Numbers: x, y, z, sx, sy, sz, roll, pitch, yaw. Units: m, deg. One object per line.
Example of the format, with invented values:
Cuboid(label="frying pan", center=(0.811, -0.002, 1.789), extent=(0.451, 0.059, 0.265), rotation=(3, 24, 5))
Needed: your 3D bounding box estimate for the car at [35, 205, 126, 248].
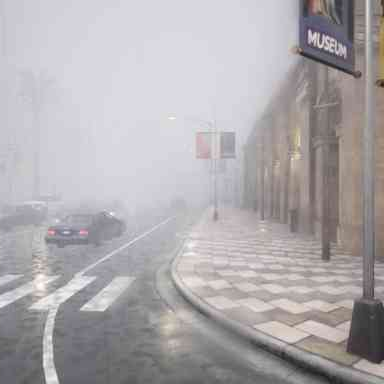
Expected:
Cuboid(label="car", center=(-4.466, 1.548, 14.816), extent=(2.033, 1.411, 5.357), rotation=(0, 0, 4))

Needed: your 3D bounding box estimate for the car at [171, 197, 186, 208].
Cuboid(label="car", center=(-1.918, 1.503, 48.496), extent=(2.128, 1.511, 4.902), rotation=(0, 0, 5))

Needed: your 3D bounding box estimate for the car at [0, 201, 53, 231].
Cuboid(label="car", center=(-11.173, 1.547, 20.815), extent=(2.033, 1.411, 5.357), rotation=(0, 0, 4))

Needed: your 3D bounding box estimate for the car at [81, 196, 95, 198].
Cuboid(label="car", center=(-13.089, 1.352, 41.519), extent=(2.097, 1.767, 4.553), rotation=(0, 0, 5))

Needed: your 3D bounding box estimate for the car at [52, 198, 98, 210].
Cuboid(label="car", center=(-10.482, 1.526, 30.218), extent=(1.812, 1.442, 4.674), rotation=(0, 0, 5))

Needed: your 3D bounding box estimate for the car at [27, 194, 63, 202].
Cuboid(label="car", center=(-13.919, 1.221, 31.227), extent=(2.150, 2.045, 5.566), rotation=(0, 0, 4))

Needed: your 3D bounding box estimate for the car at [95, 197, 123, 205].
Cuboid(label="car", center=(-9.692, 1.526, 40.076), extent=(1.812, 1.442, 4.674), rotation=(0, 0, 5))
